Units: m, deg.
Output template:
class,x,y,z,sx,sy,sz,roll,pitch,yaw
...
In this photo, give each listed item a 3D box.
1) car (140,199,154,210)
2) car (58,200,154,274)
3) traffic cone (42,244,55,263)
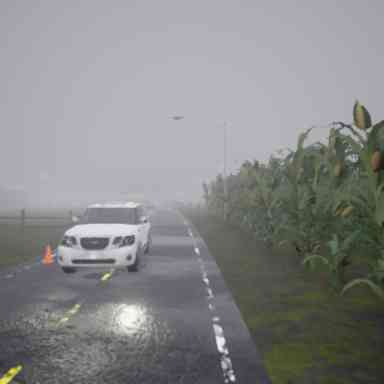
class,x,y,z,sx,sy,sz,roll,pitch,yaw
car,-7.603,2.079,56.183,2.097,1.767,4.553,0,-1,-8
car,-2.678,1.369,11.502,2.150,2.045,5.566,0,-1,-2
traffic cone,-4.932,2.102,11.431,0.340,0.580,0.340,0,-1,-2
